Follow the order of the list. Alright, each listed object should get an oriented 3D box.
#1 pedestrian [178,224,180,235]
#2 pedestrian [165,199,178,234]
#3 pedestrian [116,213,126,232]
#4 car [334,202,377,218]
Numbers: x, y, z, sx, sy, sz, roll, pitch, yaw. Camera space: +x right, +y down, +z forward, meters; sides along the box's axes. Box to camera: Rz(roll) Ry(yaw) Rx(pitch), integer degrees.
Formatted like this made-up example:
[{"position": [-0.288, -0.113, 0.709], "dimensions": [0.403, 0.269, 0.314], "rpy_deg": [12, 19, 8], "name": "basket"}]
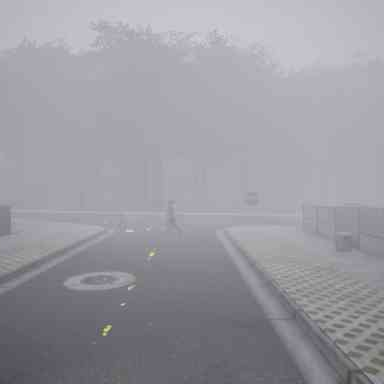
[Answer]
[{"position": [-0.969, 1.285, 17.832], "dimensions": [0.375, 1.860, 0.375], "rpy_deg": [-1, 1, 0], "name": "pedestrian"}, {"position": [-1.078, 1.285, 17.232], "dimensions": [0.375, 1.860, 0.375], "rpy_deg": [-1, 1, 0], "name": "pedestrian"}, {"position": [-3.899, 1.664, 18.425], "dimensions": [0.500, 1.100, 0.500], "rpy_deg": [-1, 1, 0], "name": "pedestrian"}, {"position": [12.665, 1.547, 27.089], "dimensions": [4.674, 1.442, 1.812], "rpy_deg": [0, 1, 0], "name": "car"}]
